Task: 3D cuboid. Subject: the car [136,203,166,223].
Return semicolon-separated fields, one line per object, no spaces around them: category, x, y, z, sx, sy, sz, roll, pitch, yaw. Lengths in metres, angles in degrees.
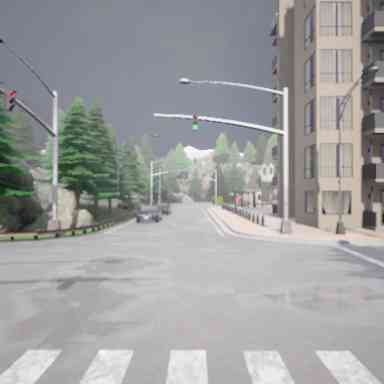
car;-3.672;1.856;29.146;1.812;1.442;4.674;0;-1;1

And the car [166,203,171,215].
car;-3.545;1.988;39.777;2.033;1.411;5.357;0;-1;2
